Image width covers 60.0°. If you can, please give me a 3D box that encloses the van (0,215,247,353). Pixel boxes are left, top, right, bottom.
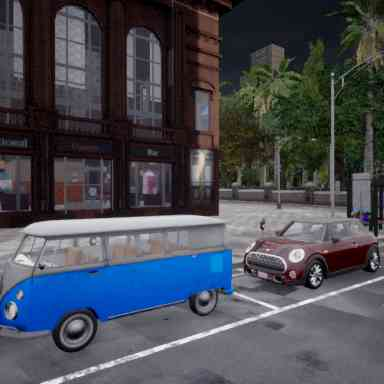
[{"bbox_3d":[-1.114,1.341,5.866,3.998,1.788,1.690,0,0,-36],"label":"van"}]

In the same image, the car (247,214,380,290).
[{"bbox_3d":[3.287,1.438,9.040,4.097,1.590,1.967,0,0,-36],"label":"car"}]
